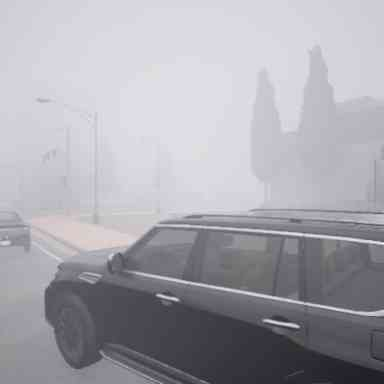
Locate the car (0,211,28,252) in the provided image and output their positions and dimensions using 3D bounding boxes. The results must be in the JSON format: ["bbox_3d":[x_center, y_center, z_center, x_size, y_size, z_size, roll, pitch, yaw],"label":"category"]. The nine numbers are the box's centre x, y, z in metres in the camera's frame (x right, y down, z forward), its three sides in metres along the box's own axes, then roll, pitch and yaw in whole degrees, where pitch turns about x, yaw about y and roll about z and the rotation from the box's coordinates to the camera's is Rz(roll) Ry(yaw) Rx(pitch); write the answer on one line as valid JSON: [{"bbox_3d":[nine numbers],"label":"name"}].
[{"bbox_3d":[-7.697,1.493,13.131,2.128,1.511,4.902,0,0,-36],"label":"car"}]

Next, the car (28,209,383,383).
[{"bbox_3d":[0.497,1.224,3.943,5.566,2.045,2.150,0,0,38],"label":"car"}]
